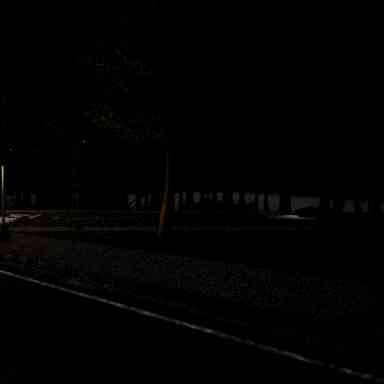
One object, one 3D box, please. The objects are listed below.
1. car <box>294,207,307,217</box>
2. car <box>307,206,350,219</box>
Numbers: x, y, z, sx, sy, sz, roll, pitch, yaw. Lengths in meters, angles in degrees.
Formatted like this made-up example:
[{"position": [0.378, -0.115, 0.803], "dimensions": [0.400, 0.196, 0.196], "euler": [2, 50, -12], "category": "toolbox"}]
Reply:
[{"position": [16.352, 2.681, 46.237], "dimensions": [4.181, 1.385, 1.994], "euler": [1, 1, -11], "category": "car"}, {"position": [17.917, 2.781, 43.225], "dimensions": [4.718, 1.301, 1.895], "euler": [1, 1, -11], "category": "car"}]
